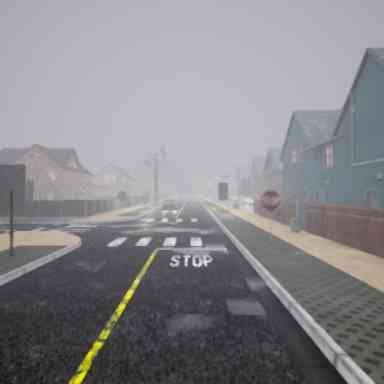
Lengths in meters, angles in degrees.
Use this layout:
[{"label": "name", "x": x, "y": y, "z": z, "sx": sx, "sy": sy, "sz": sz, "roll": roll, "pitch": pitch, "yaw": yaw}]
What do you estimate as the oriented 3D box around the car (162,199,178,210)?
[{"label": "car", "x": -2.771, "y": 1.559, "z": 42.619, "sx": 2.033, "sy": 1.411, "sz": 5.357, "roll": 0, "pitch": 0, "yaw": 0}]
